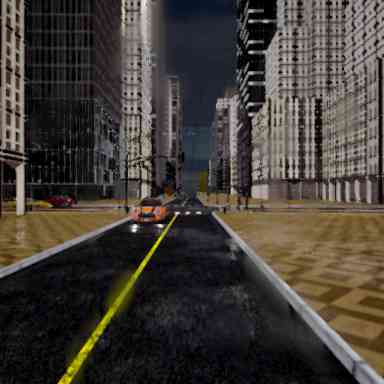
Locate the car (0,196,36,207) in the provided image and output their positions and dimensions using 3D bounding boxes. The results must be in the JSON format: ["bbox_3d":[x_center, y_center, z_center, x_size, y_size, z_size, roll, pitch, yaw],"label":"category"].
[{"bbox_3d":[-24.859,1.331,47.312,4.403,1.369,2.008,0,0,-1],"label":"car"}]

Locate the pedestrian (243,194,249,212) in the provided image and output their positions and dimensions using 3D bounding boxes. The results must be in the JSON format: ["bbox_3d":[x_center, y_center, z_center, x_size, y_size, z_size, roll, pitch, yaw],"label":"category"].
[{"bbox_3d":[5.608,1.148,33.747,0.375,1.860,0.375,0,0,0],"label":"pedestrian"}]

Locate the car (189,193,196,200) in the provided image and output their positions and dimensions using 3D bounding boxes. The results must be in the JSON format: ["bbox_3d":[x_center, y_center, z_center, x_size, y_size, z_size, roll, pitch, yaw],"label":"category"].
[{"bbox_3d":[0.043,1.300,88.381,2.033,1.411,5.357,0,0,0],"label":"car"}]

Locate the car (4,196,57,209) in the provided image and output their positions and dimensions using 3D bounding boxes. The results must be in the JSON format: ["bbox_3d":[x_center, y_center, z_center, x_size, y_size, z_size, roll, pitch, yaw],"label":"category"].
[{"bbox_3d":[-18.876,1.328,38.797,4.829,1.417,1.752,0,0,-1],"label":"car"}]

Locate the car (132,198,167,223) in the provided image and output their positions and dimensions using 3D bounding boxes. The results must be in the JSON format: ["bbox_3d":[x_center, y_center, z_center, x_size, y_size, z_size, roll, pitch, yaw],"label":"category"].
[{"bbox_3d":[-3.055,1.295,24.682,2.097,1.767,4.553,0,0,0],"label":"car"}]

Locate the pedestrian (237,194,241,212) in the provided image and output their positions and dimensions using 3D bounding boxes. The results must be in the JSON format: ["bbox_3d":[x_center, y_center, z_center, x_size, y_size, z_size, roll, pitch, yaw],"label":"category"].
[{"bbox_3d":[4.651,1.094,33.147,0.375,1.860,0.375,0,0,0],"label":"pedestrian"}]

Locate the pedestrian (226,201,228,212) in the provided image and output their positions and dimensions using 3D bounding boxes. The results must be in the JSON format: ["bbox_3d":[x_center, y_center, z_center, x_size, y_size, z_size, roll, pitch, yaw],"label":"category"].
[{"bbox_3d":[3.646,1.440,34.347,0.500,1.100,0.500,0,0,0],"label":"pedestrian"}]

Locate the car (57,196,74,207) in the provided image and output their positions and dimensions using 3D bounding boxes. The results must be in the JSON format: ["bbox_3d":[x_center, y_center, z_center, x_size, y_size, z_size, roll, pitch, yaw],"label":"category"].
[{"bbox_3d":[-19.182,1.253,47.433,4.097,1.590,1.967,0,0,-1],"label":"car"}]

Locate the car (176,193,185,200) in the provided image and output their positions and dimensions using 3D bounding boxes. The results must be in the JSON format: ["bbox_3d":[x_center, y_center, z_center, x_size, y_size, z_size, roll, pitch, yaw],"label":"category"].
[{"bbox_3d":[-2.957,1.147,86.554,2.097,1.767,4.553,0,0,0],"label":"car"}]
